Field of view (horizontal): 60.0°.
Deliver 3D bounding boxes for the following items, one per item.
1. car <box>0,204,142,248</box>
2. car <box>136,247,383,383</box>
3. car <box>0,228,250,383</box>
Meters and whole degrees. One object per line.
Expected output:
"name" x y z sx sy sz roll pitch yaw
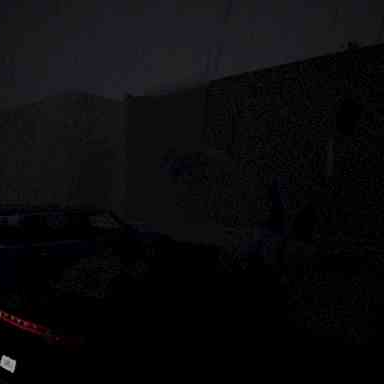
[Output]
"car" -2.621 1.271 6.901 2.435 2.045 5.566 0 0 36
"car" 1.965 1.483 3.596 2.097 1.535 5.008 0 0 36
"car" -0.339 1.502 5.230 2.097 1.535 5.008 0 0 36
